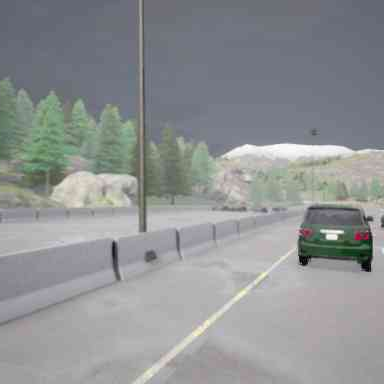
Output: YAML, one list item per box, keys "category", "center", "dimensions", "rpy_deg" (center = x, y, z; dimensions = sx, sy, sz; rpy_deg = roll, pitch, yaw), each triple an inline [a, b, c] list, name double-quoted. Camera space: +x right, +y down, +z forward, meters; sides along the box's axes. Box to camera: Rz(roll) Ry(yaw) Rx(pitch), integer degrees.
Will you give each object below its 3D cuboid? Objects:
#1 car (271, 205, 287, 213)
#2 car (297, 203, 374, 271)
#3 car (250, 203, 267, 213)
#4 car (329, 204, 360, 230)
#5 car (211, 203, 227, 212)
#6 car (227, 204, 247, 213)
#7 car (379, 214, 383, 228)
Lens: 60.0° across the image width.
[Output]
- category: "car"
  center: [14.709, 2.936, 56.052]
  dimensions: [2.033, 1.411, 5.357]
  rpy_deg: [0, -2, 26]
- category: "car"
  center: [5.242, 1.433, 12.068]
  dimensions: [2.150, 2.045, 5.566]
  rpy_deg: [0, -1, 26]
- category: "car"
  center: [11.569, 2.733, 57.598]
  dimensions: [2.097, 1.767, 4.553]
  rpy_deg: [0, -2, 26]
- category: "car"
  center: [12.206, 1.913, 26.472]
  dimensions: [2.097, 1.767, 4.553]
  rpy_deg: [0, -1, 26]
- category: "car"
  center: [5.224, 2.712, 60.537]
  dimensions: [2.097, 1.767, 4.553]
  rpy_deg: [0, -2, 26]
- category: "car"
  center: [8.349, 2.845, 58.975]
  dimensions: [1.882, 1.535, 5.008]
  rpy_deg: [0, -2, 26]
- category: "car"
  center: [15.433, 2.080, 25.107]
  dimensions: [1.837, 1.490, 4.892]
  rpy_deg: [0, -1, 26]
